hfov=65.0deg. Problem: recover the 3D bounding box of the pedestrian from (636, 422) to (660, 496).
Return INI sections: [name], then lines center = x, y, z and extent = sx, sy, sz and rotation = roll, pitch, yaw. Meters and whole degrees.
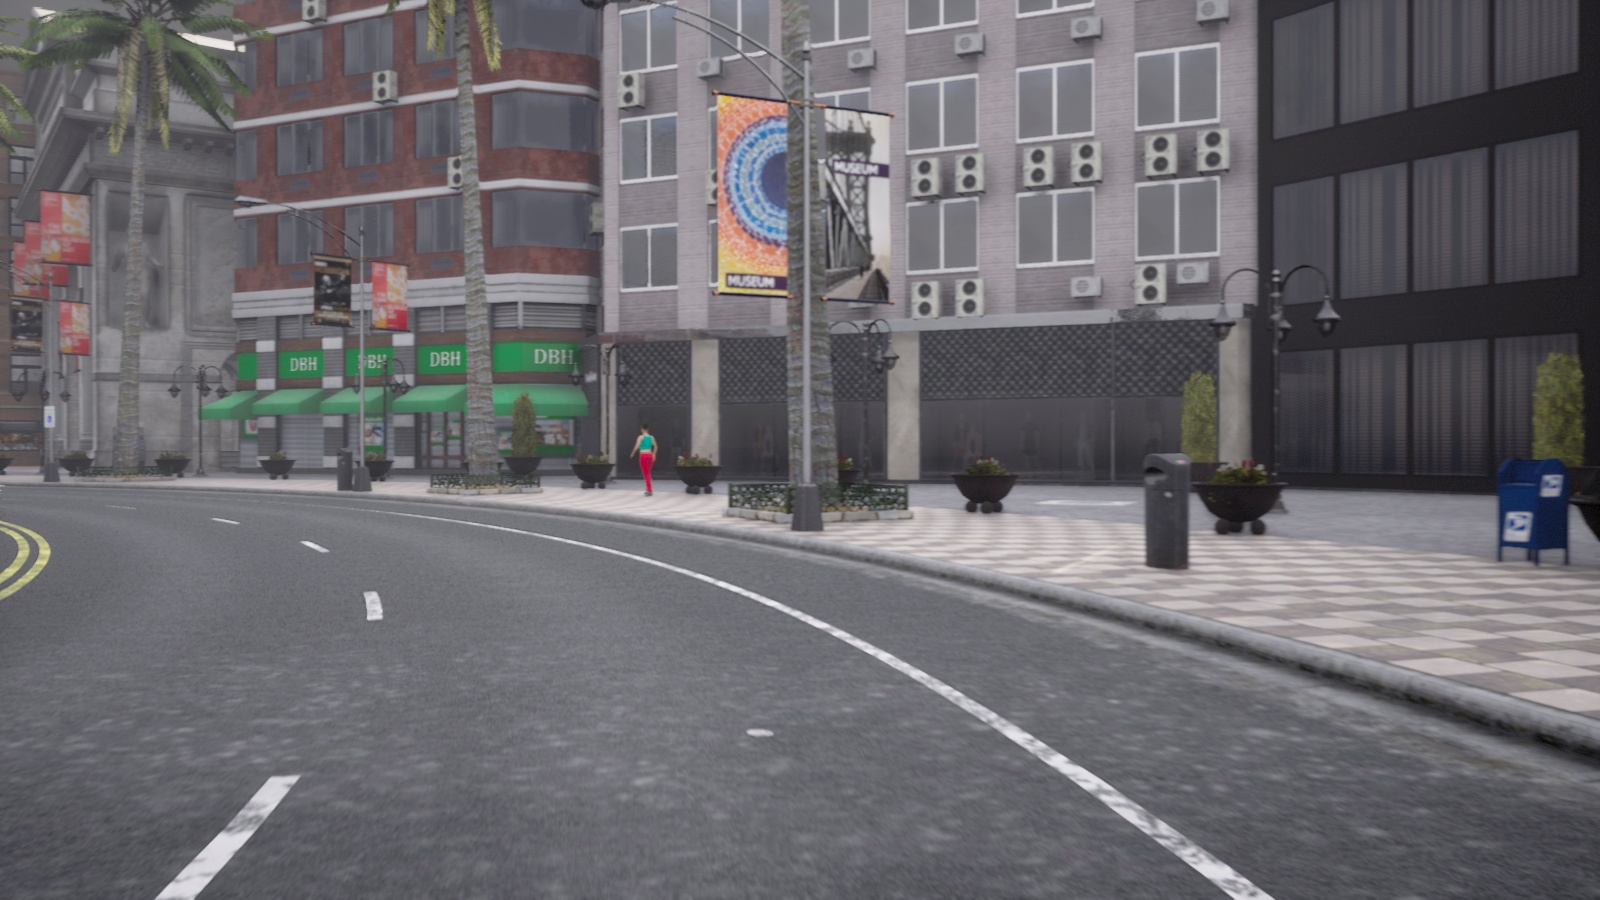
[pedestrian]
center = -3.811, 0.227, 31.504
extent = 0.345, 1.836, 0.594
rotation = 0, 0, -40
